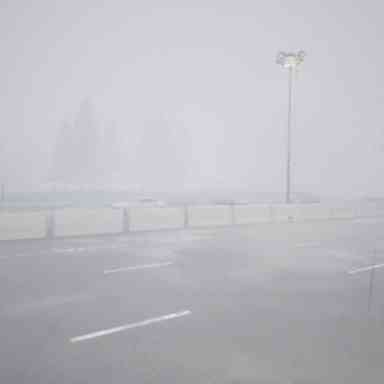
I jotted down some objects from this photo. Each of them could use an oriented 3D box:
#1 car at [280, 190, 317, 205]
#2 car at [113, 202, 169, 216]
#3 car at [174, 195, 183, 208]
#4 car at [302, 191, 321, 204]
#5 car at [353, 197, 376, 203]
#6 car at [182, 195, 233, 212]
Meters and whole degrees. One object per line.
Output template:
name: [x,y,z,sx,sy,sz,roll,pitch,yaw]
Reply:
car: [15.529,0.828,48.568,5.566,2.045,2.150,1,1,-34]
car: [-4.094,1.106,26.687,4.674,1.442,1.812,0,1,-34]
car: [-1.181,1.054,37.163,4.181,1.385,1.994,0,1,-34]
car: [12.804,1.042,38.279,4.553,1.767,2.097,0,1,-34]
car: [21.040,1.275,39.659,5.008,1.535,1.882,1,1,-34]
car: [2.102,1.222,26.702,5.357,1.411,2.033,0,1,-34]
